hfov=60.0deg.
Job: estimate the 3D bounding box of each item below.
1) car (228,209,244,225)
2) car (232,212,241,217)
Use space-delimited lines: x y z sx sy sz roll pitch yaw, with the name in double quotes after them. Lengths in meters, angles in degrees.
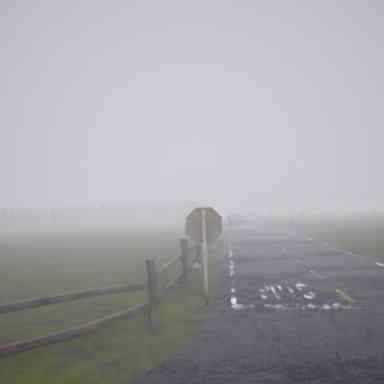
6.251 3.779 47.646 2.097 1.767 4.553 -2 -3 5 "car"
11.995 6.094 89.767 1.895 1.301 4.718 -2 -3 3 "car"
